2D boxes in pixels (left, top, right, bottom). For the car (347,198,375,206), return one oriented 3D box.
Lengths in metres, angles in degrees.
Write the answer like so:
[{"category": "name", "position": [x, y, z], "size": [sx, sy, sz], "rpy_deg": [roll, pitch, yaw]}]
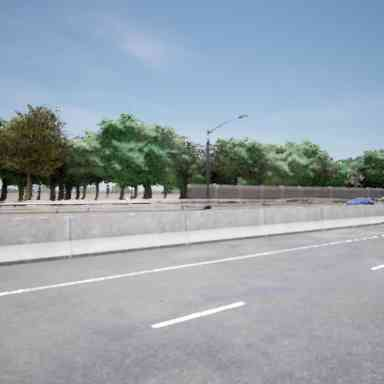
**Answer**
[{"category": "car", "position": [23.645, 1.612, 46.635], "size": [5.008, 1.535, 1.882], "rpy_deg": [0, 0, -35]}]
